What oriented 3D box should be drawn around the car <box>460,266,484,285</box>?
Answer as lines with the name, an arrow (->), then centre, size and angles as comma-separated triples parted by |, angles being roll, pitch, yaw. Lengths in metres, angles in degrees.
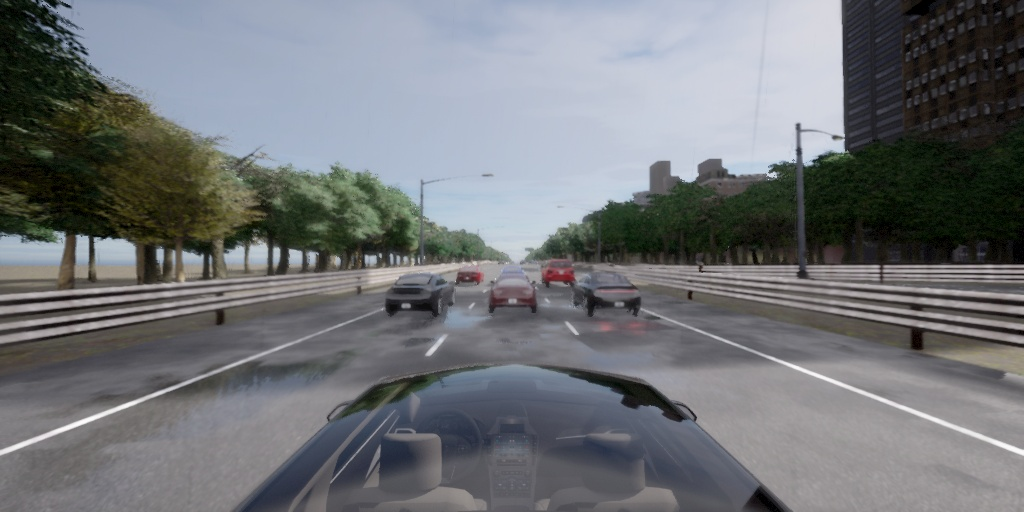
car -> -3.452, 1.579, 30.315 | 1.882, 1.535, 5.008 | 0, 0, 1

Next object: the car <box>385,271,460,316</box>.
car -> -3.460, 1.417, 14.223 | 1.837, 1.490, 4.892 | 0, 0, 1

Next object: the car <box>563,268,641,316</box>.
car -> 3.540, 1.402, 14.168 | 2.128, 1.511, 4.902 | 0, -1, 1

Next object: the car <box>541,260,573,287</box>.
car -> 3.526, 1.301, 28.022 | 2.150, 2.045, 5.566 | 0, 0, 1

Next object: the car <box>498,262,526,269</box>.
car -> 0.046, 1.580, 30.370 | 1.882, 1.535, 5.008 | 0, 0, 0

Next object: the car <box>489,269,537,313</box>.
car -> 0.046, 1.446, 14.934 | 1.812, 1.442, 4.674 | 0, -1, 0
